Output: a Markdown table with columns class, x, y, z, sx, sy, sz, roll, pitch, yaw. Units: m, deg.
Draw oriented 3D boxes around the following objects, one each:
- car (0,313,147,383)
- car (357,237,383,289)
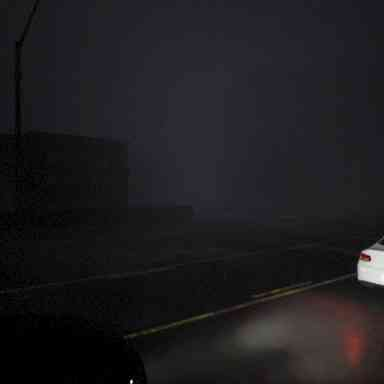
| class | x | y | z | sx | sy | sz | roll | pitch | yaw |
| --- | --- | --- | --- | --- | --- | --- | --- | --- | --- |
| car | -2.599 | 1.494 | 1.911 | 4.902 | 1.511 | 2.128 | 0 | 0 | -35 |
| car | 5.678 | 1.504 | 7.779 | 4.674 | 1.442 | 1.812 | 0 | 0 | -36 |
